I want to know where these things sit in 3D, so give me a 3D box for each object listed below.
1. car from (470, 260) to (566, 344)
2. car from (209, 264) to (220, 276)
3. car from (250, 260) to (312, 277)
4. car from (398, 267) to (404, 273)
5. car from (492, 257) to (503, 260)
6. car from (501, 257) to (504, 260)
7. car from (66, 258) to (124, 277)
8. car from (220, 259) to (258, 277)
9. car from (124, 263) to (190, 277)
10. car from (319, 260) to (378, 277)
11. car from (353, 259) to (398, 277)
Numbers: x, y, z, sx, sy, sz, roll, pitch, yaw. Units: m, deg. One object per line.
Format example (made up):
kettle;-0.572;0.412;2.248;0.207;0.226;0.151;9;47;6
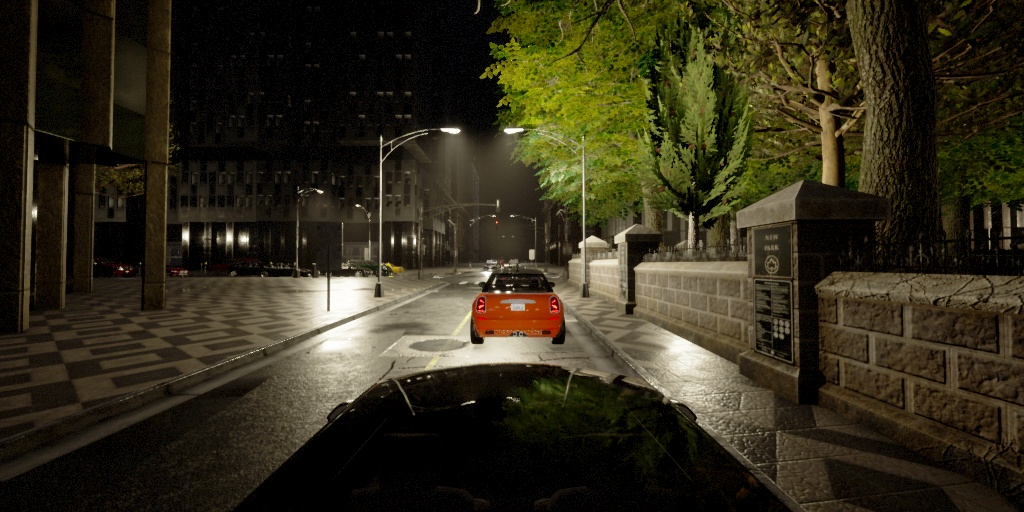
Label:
car;0.132;1.107;9.723;2.097;1.767;4.553;0;0;0
car;-30.955;1.237;40.198;5.009;1.841;2.192;0;0;1
car;-20.010;1.289;31.561;4.313;1.339;1.948;0;0;1
car;-14.588;1.425;40.028;4.829;1.417;1.751;0;0;1
car;-2.859;1.325;50.787;2.128;1.511;4.902;0;0;0
car;-2.792;1.369;61.162;1.837;1.490;4.892;0;0;1
car;-36.549;1.061;31.732;5.009;1.841;2.192;0;0;1
car;-24.513;1.292;34.286;4.892;1.490;1.837;0;-1;0
car;-31.036;1.320;31.675;4.207;1.307;1.802;0;0;1
car;-14.498;1.267;31.504;4.403;1.370;2.007;0;0;1
car;-13.728;1.125;34.176;4.553;1.767;2.097;0;-1;0
